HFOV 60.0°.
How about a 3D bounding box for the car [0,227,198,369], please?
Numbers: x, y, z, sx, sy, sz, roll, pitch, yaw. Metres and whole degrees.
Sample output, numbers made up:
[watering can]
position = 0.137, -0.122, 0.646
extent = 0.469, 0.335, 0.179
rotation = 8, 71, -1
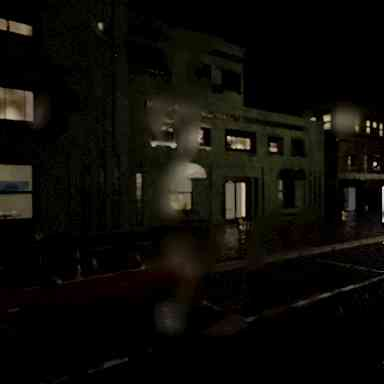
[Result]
[car]
position = -1.977, 1.434, 5.154
extent = 4.097, 1.590, 1.967
rotation = 0, 0, -35
